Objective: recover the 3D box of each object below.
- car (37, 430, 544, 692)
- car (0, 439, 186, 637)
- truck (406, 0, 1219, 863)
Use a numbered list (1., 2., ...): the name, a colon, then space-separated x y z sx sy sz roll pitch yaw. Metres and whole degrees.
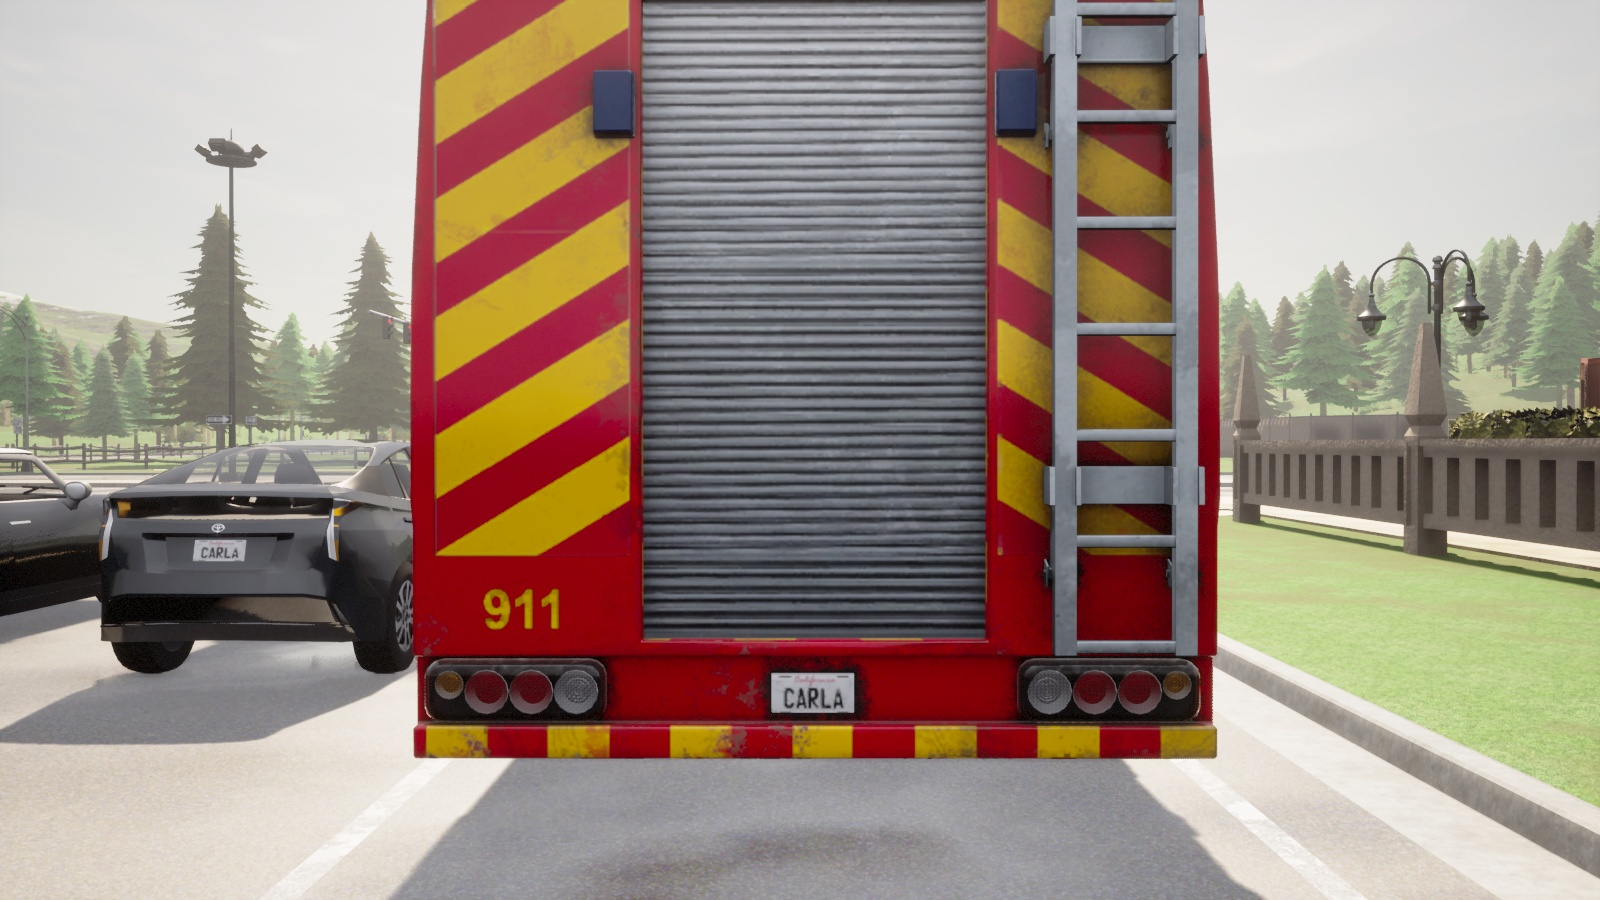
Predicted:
1. car: -3.430 0.636 9.573 2.007 1.525 4.514 0 0 0
2. car: -6.926 0.649 10.229 1.970 1.475 3.806 0 0 0
3. truck: 0.066 -0.467 8.703 2.891 3.827 8.468 0 0 0
